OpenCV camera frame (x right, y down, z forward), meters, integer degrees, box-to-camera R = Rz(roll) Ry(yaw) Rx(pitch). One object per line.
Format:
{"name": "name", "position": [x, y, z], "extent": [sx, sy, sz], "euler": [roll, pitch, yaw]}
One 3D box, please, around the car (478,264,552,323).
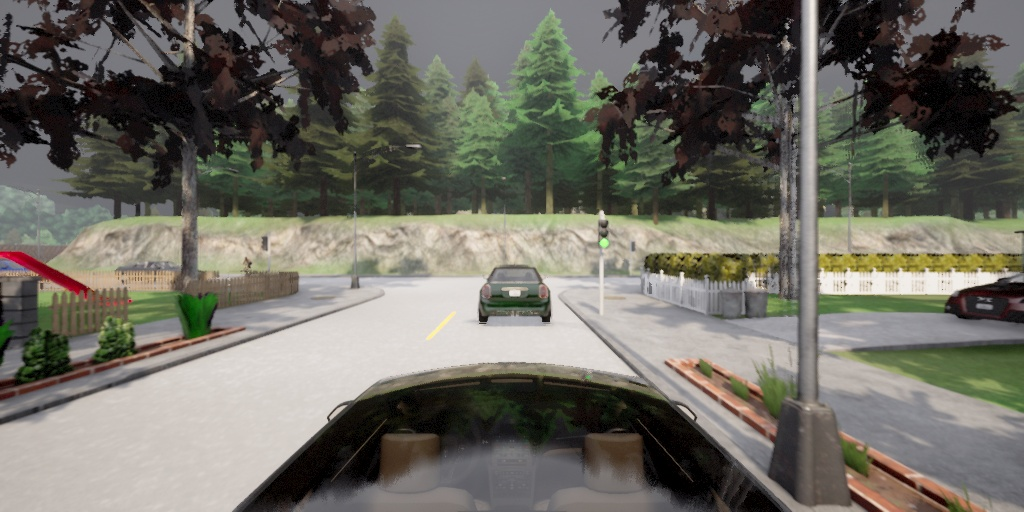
{"name": "car", "position": [0.089, 1.032, 11.993], "extent": [2.097, 1.767, 4.553], "euler": [0, 0, 0]}

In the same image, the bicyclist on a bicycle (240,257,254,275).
{"name": "bicyclist on a bicycle", "position": [-24.033, 0.889, 32.549], "extent": [0.582, 1.620, 1.656], "euler": [0, 1, 0]}

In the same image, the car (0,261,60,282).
{"name": "car", "position": [-33.567, 1.075, 24.173], "extent": [5.008, 1.535, 1.882], "euler": [0, 0, 0]}

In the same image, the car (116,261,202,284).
{"name": "car", "position": [-23.645, 1.088, 24.152], "extent": [4.902, 1.511, 2.128], "euler": [0, 0, 0]}

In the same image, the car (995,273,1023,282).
{"name": "car", "position": [38.508, 0.920, 28.264], "extent": [4.553, 1.767, 2.097], "euler": [0, 0, 0]}
